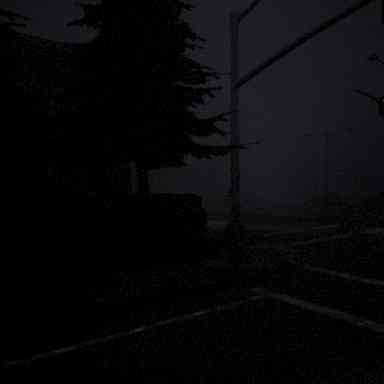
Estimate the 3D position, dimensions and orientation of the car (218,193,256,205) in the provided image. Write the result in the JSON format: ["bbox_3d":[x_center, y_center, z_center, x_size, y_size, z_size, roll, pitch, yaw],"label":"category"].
[{"bbox_3d":[6.221,1.134,46.557,2.007,1.523,4.514,0,0,-36],"label":"car"}]

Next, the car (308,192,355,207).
[{"bbox_3d":[17.710,0.898,42.508,1.932,1.855,4.605,0,0,-36],"label":"car"}]

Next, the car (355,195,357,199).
[{"bbox_3d":[37.699,0.983,78.740,1.845,1.501,3.633,0,0,-36],"label":"car"}]

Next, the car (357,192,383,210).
[{"bbox_3d":[19.654,0.894,34.205,1.905,1.878,3.866,0,0,-36],"label":"car"}]

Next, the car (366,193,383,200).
[{"bbox_3d":[39.630,1.009,70.979,1.970,1.475,3.806,0,0,-36],"label":"car"}]

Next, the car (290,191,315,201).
[{"bbox_3d":[22.555,0.801,67.966,1.932,1.855,4.605,0,0,-36],"label":"car"}]

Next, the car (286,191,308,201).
[{"bbox_3d":[20.442,0.796,65.929,1.905,1.878,3.866,0,0,-36],"label":"car"}]

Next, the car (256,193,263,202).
[{"bbox_3d":[10.072,0.938,58.436,2.152,1.636,5.027,0,0,-36],"label":"car"}]

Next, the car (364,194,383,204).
[{"bbox_3d":[28.223,1.035,49.227,2.007,1.523,4.514,0,0,-36],"label":"car"}]

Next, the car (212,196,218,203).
[{"bbox_3d":[5.061,1.049,54.415,1.970,1.475,3.806,0,0,-36],"label":"car"}]
